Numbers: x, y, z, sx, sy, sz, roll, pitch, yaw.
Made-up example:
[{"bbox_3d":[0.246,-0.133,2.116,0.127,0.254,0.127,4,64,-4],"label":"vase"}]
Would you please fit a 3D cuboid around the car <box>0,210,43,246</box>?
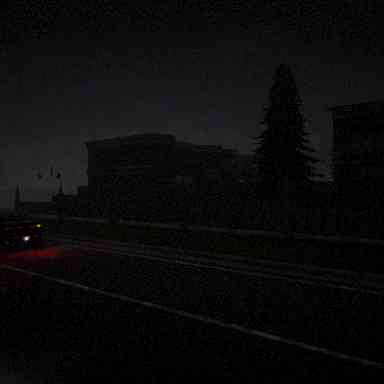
[{"bbox_3d":[-8.269,1.514,14.066,4.892,1.490,1.837,0,0,36],"label":"car"}]
